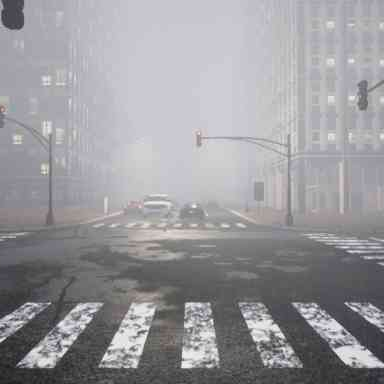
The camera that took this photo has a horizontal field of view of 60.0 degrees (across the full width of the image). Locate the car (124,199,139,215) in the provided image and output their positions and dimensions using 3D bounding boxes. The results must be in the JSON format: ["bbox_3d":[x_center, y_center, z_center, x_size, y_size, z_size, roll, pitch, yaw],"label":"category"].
[{"bbox_3d":[-5.673,1.453,33.732,1.967,1.590,4.097,1,0,0],"label":"car"}]

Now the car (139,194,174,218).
[{"bbox_3d":[-3.097,1.233,30.297,2.150,2.045,5.566,0,0,0],"label":"car"}]

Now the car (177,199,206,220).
[{"bbox_3d":[0.002,1.575,28.704,1.994,1.385,4.181,0,0,1],"label":"car"}]

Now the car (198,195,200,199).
[{"bbox_3d":[2.705,1.590,61.677,1.947,1.339,4.313,1,0,0],"label":"car"}]

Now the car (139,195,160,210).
[{"bbox_3d":[-5.671,1.332,44.882,2.192,1.841,5.009,1,0,0],"label":"car"}]

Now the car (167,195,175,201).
[{"bbox_3d":[-5.674,1.587,89.483,2.008,1.369,4.403,1,0,0],"label":"car"}]

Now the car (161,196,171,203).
[{"bbox_3d":[-5.674,1.573,72.758,1.887,1.381,4.507,1,0,0],"label":"car"}]

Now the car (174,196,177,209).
[{"bbox_3d":[-3.097,1.541,40.219,1.812,1.442,4.674,0,0,0],"label":"car"}]

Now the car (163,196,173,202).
[{"bbox_3d":[-5.674,1.582,78.333,2.008,1.369,4.403,1,0,0],"label":"car"}]

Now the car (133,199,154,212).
[{"bbox_3d":[-5.676,1.597,39.307,1.802,1.307,4.206,1,0,0],"label":"car"}]

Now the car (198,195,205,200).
[{"bbox_3d":[2.707,1.584,95.140,1.887,1.381,4.507,1,0,0],"label":"car"}]

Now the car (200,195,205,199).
[{"bbox_3d":[2.706,1.547,56.269,1.752,1.417,4.829,1,0,0],"label":"car"}]

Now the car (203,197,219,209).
[{"bbox_3d":[2.704,1.599,44.944,1.802,1.307,4.206,1,0,0],"label":"car"}]

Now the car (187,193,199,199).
[{"bbox_3d":[0.079,1.250,70.837,2.150,2.045,5.566,0,0,0],"label":"car"}]

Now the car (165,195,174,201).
[{"bbox_3d":[-5.674,1.578,83.908,1.887,1.381,4.507,1,0,0],"label":"car"}]

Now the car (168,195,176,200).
[{"bbox_3d":[-5.674,1.605,95.059,1.947,1.339,4.313,1,0,0],"label":"car"}]
